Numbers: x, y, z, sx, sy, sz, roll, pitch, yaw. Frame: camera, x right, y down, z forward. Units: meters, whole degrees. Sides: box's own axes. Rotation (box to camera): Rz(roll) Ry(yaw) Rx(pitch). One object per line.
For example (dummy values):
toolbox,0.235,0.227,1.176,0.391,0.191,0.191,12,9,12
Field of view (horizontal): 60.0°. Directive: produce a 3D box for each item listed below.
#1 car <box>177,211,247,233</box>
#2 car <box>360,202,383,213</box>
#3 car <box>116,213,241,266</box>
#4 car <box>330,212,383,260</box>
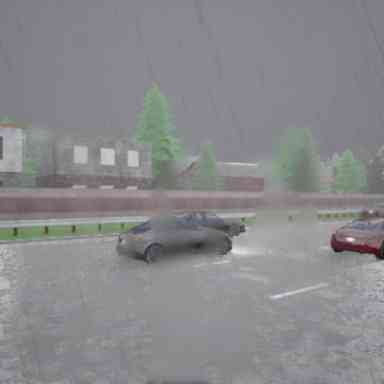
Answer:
car,0.275,1.665,16.832,5.357,1.411,2.033,1,0,-35
car,16.256,1.706,28.199,4.553,1.767,2.097,1,0,-35
car,-0.548,1.641,11.967,4.181,1.385,1.994,1,0,-35
car,7.438,1.728,13.337,4.181,1.385,1.994,1,0,-35
